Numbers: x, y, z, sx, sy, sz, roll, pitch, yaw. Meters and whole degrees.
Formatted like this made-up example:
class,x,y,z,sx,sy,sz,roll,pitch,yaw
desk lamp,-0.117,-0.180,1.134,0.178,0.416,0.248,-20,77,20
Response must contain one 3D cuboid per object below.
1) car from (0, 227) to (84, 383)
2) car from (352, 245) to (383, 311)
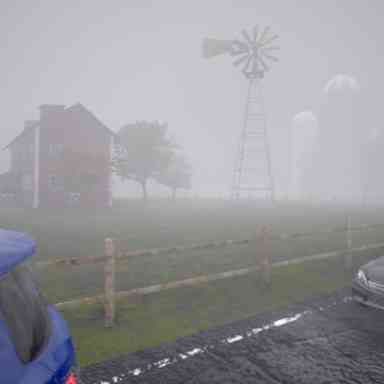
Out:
class,x,y,z,sx,sy,sz,roll,pitch,yaw
car,-3.123,1.223,0.833,5.566,2.045,2.150,0,0,-35
car,5.158,1.525,6.736,4.674,1.442,1.812,0,0,-36
